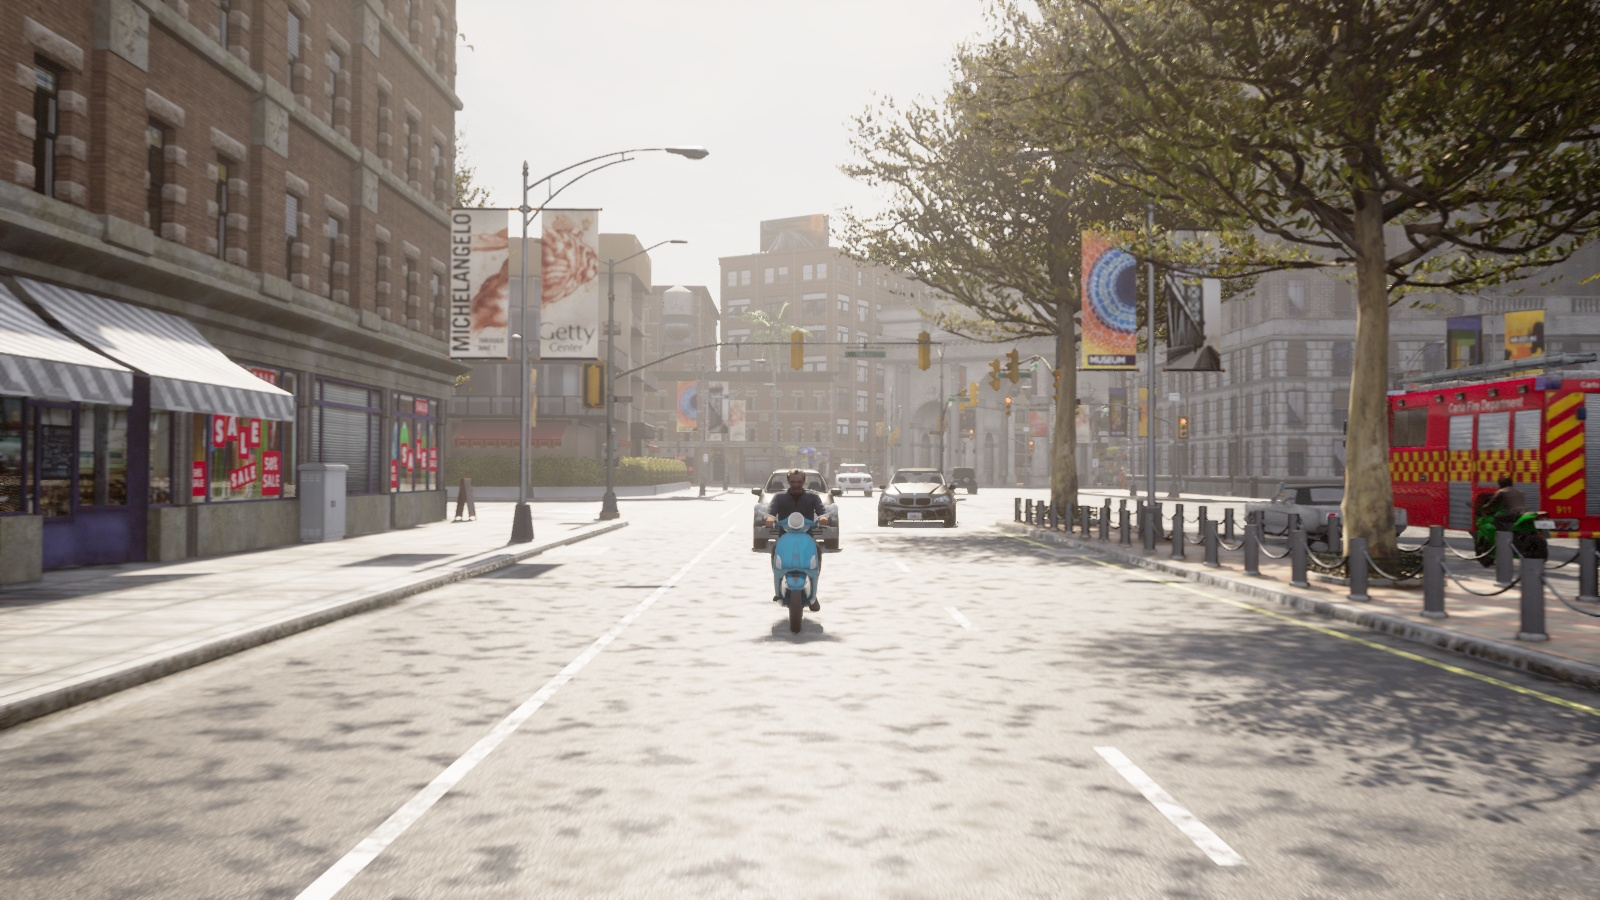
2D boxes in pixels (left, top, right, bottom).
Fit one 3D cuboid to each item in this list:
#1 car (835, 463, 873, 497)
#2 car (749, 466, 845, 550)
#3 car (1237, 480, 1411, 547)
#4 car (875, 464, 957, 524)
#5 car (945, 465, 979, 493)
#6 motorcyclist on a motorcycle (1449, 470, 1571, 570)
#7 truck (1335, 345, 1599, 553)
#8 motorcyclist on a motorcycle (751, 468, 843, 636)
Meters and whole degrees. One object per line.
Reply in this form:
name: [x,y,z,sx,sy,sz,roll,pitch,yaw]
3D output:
car: [3.307,1.824,77.875,2.150,2.045,5.566,0,-1,0]
car: [-0.066,1.153,26.279,1.851,1.617,3.988,0,-1,0]
car: [11.361,1.332,27.604,1.895,1.301,4.718,0,-1,1]
car: [3.509,1.268,37.243,2.242,1.667,4.611,0,-1,7]
car: [11.284,2.033,87.678,1.905,1.878,3.866,0,-1,0]
motorcyclist on a motorcycle: [11.450,1.091,20.329,0.797,1.523,2.044,0,-1,0]
truck: [14.928,0.048,27.346,2.891,3.827,8.468,0,-1,0]
motorcyclist on a motorcycle: [-0.032,0.983,12.857,0.866,1.590,1.817,0,-1,0]
